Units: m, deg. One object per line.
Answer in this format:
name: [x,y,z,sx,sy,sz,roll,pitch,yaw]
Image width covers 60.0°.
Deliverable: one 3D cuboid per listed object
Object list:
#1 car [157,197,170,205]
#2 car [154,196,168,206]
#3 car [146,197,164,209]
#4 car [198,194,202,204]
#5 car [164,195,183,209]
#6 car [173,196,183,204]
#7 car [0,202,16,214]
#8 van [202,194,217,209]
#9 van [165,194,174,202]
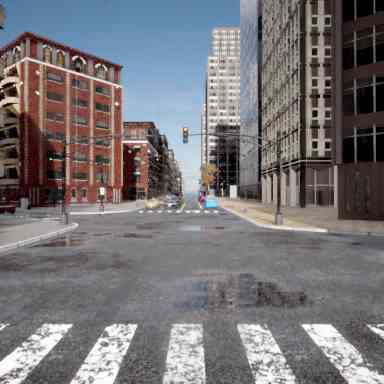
car: [-5.305,1.650,62.443,1.947,1.339,4.313,0,0,0]
car: [-5.305,1.510,56.891,1.967,1.590,4.097,0,0,0]
car: [-5.306,1.570,45.615,1.752,1.417,4.829,0,0,0]
car: [2.576,1.644,67.993,1.887,1.381,4.507,0,0,0]
car: [-2.807,1.537,45.974,2.128,1.511,4.902,0,0,2]
car: [-2.766,1.621,66.428,1.812,1.442,4.674,0,0,1]
car: [-21.141,1.790,36.459,4.718,1.301,1.895,-1,-1,41]
van: [2.575,1.386,45.784,1.690,1.788,3.998,0,0,0]
van: [-5.302,1.474,79.099,1.690,1.788,3.998,0,0,0]
